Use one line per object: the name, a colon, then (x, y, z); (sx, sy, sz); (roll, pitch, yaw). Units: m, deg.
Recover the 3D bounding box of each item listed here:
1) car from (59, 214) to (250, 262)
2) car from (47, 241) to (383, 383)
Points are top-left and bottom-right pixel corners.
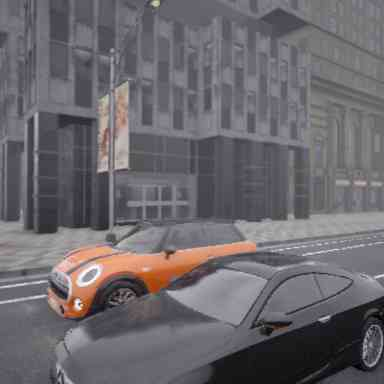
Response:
car: (-0.623, 1.395, 7.233); (4.553, 1.767, 2.097); (1, 0, -36)
car: (0.742, 1.561, 4.215); (4.674, 1.442, 1.812); (1, 0, -36)
